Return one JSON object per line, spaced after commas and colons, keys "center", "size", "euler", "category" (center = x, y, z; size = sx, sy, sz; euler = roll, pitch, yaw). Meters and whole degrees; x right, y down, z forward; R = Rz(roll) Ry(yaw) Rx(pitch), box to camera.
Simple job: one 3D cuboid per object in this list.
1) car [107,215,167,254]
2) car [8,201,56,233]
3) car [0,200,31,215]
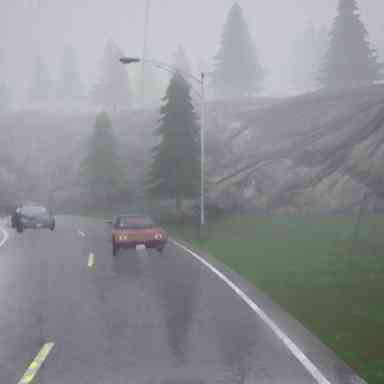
{"center": [-2.401, 1.567, 13.405], "size": [1.895, 1.301, 4.718], "euler": [0, 0, -17], "category": "car"}
{"center": [-9.338, 1.476, 19.472], "size": [1.812, 1.442, 4.674], "euler": [0, 0, -34], "category": "car"}
{"center": [-15.845, 1.466, 31.163], "size": [5.357, 1.411, 2.033], "euler": [0, 0, 33], "category": "car"}
